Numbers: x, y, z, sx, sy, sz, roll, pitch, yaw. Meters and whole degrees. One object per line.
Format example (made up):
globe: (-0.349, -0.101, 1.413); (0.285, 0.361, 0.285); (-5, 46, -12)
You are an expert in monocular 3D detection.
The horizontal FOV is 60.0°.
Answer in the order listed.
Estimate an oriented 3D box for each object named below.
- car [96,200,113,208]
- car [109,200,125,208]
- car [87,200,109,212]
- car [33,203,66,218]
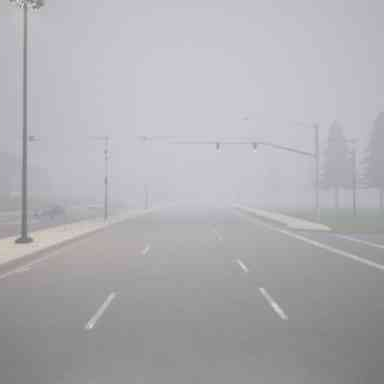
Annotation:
car: (-17.716, 2.387, 67.555); (1.882, 1.535, 5.008); (0, -1, 2)
car: (-14.311, 2.337, 64.090); (1.882, 1.535, 5.008); (0, -1, 2)
car: (-14.704, 2.218, 51.315); (1.812, 1.442, 4.674); (0, -1, 2)
car: (-15.165, 1.981, 35.721); (2.128, 1.511, 4.902); (0, -1, 2)
